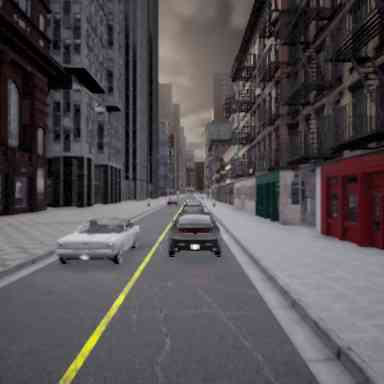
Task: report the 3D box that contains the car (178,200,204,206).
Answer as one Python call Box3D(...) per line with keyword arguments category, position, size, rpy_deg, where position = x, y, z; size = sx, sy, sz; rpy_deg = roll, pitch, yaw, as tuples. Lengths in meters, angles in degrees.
Box3D(category="car", position=(0.105, 1.502, 30.231), size=(2.128, 1.511, 4.902), rpy_deg=(0, 0, 0))

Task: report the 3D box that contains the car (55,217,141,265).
Box3D(category="car", position=(-3.099, 1.599, 11.835), size=(1.895, 1.301, 4.718), rpy_deg=(0, 0, 0))

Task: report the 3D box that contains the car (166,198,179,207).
Box3D(category="car", position=(-3.063, 1.652, 53.140), size=(1.895, 1.301, 4.718), rpy_deg=(0, 0, 0))

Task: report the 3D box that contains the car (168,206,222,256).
Box3D(category="car", position=(0.102, 1.503, 13.090), size=(1.837, 1.490, 4.892), rpy_deg=(0, 0, 0))
